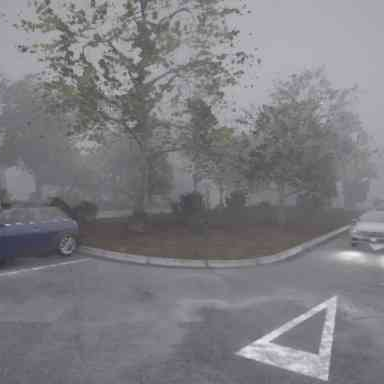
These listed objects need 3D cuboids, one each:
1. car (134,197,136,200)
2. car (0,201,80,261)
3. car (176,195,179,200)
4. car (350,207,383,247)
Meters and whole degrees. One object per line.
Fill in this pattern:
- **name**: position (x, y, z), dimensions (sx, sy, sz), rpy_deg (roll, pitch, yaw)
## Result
- **car**: position (-13.365, 0.991, 68.646), dimensions (4.553, 1.767, 2.097), rpy_deg (0, -1, 27)
- **car**: position (-5.714, 1.139, 9.911), dimensions (2.185, 1.767, 4.553), rpy_deg (2, 0, 35)
- **car**: position (-1.012, 0.878, 60.475), dimensions (5.566, 2.045, 2.150), rpy_deg (0, -1, 36)
- **car**: position (8.443, 1.609, 15.086), dimensions (1.812, 1.442, 4.674), rpy_deg (-1, -1, 33)
